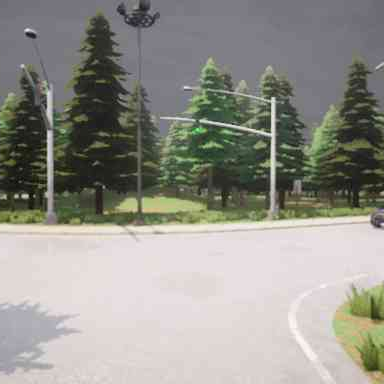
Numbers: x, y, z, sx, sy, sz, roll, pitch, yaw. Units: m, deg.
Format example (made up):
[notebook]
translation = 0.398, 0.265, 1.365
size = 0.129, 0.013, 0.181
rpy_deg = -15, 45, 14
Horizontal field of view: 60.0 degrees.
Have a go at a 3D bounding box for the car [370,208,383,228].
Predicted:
[car]
translation = 12.070, 1.113, 18.372
size = 4.553, 1.767, 2.097
rpy_deg = 0, 1, -25
